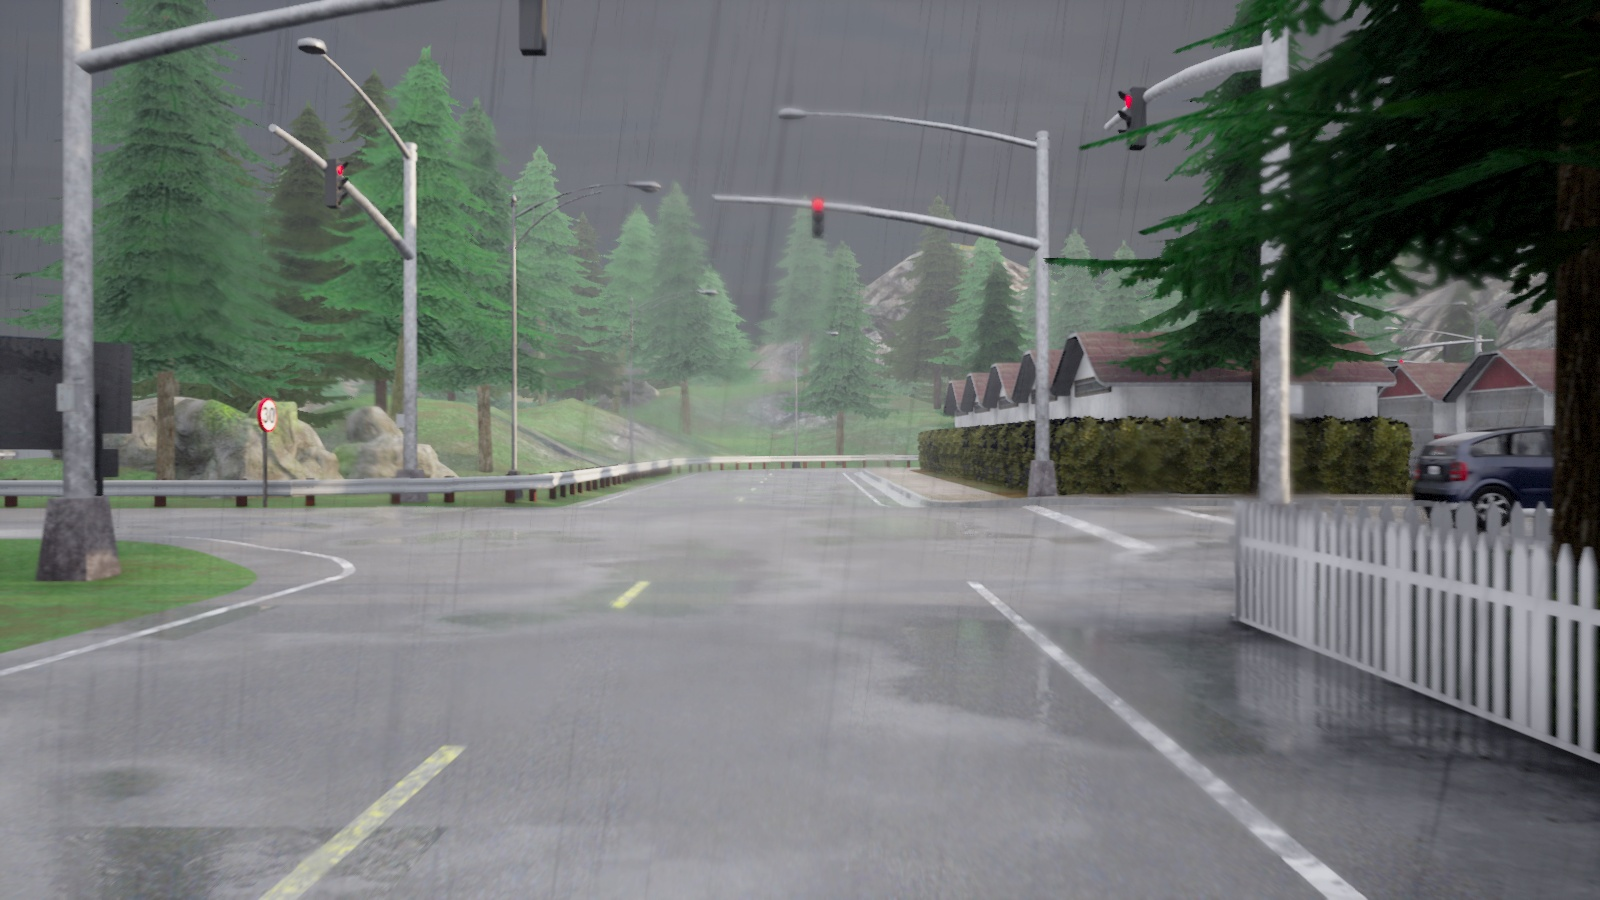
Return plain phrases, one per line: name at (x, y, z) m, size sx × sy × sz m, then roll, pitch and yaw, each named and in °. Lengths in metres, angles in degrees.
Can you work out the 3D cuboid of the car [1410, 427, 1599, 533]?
car at (11.610, 0.435, 19.208) m, size 3.705 × 1.549 × 1.789 m, roll 0°, pitch 0°, yaw 3°
